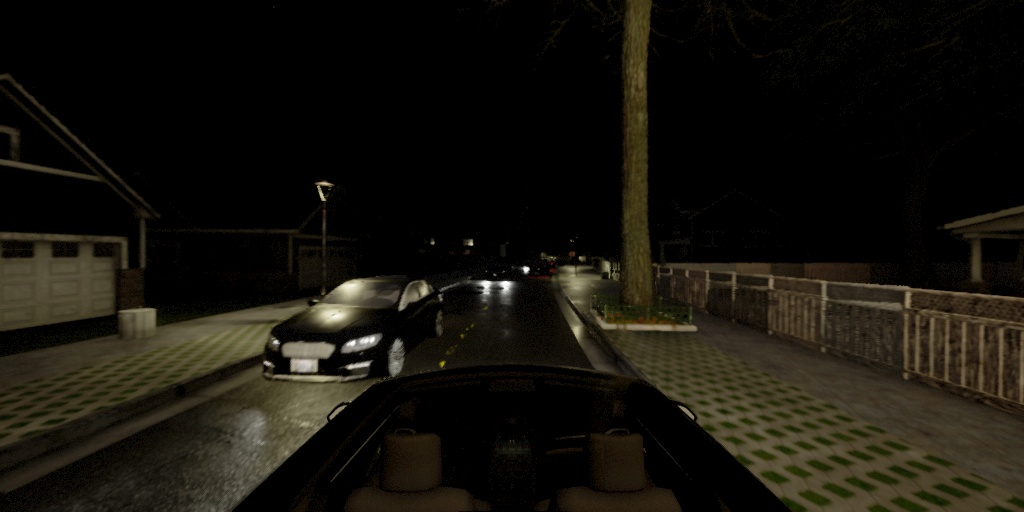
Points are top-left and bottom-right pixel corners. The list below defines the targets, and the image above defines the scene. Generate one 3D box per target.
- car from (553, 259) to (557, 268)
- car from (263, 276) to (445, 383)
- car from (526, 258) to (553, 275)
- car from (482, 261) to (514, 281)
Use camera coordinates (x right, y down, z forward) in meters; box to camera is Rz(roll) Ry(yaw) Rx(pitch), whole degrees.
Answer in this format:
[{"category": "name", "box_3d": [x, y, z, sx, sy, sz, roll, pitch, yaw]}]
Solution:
[{"category": "car", "box_3d": [5.078, 0.988, 49.294, 1.895, 1.301, 4.718, 1, 1, 11]}, {"category": "car", "box_3d": [-2.666, 1.186, 7.226, 2.128, 1.511, 4.902, 1, 0, 2]}, {"category": "car", "box_3d": [2.835, 1.045, 35.902, 1.882, 1.535, 5.008, 1, 1, 8]}, {"category": "car", "box_3d": [-0.999, 1.126, 28.891, 1.812, 1.442, 4.674, 1, 0, 7]}]
